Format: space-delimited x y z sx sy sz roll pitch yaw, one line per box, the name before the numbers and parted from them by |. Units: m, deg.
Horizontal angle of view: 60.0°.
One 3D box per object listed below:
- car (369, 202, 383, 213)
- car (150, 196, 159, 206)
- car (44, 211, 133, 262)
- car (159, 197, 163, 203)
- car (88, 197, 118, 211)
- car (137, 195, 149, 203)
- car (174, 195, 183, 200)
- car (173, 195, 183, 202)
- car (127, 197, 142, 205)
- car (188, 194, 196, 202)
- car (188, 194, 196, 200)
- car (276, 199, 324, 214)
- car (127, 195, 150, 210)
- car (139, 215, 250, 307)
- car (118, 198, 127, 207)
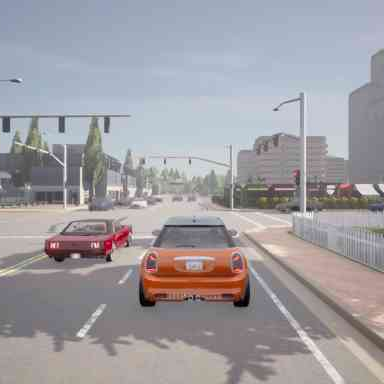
car | 21.364 1.478 35.058 5.008 1.535 1.882 0 0 -2
car | -7.111 1.505 55.633 1.837 1.490 4.892 0 0 0
car | -3.422 1.601 12.037 1.895 1.301 4.718 0 0 0
car | -7.034 1.601 68.870 1.895 1.301 4.718 0 0 0
car | -10.616 1.351 39.049 2.097 1.767 4.553 0 0 0
car | -10.534 1.500 71.902 1.837 1.490 4.892 0 0 0
car | -3.541 1.425 87.751 1.994 1.385 4.181 0 0 0
car | -3.537 1.513 77.796 1.812 1.442 4.674 0 0 0
car | -10.597 1.565 61.388 1.994 1.385 4.181 0 0 0
car | -0.037 1.531 77.479 2.033 1.411 5.357 0 0 0
car | -0.041 1.398 87.754 2.128 1.511 4.902 0 0 0
car | 11.255 1.492 34.804 4.902 1.511 2.128 0 0 -1
car | -7.002 1.526 43.760 1.812 1.442 4.674 0 0 -2
car | 0.060 1.352 8.143 2.097 1.767 4.553 0 0 0
car | -10.610 1.564 50.809 1.994 1.385 4.181 0 0 1
